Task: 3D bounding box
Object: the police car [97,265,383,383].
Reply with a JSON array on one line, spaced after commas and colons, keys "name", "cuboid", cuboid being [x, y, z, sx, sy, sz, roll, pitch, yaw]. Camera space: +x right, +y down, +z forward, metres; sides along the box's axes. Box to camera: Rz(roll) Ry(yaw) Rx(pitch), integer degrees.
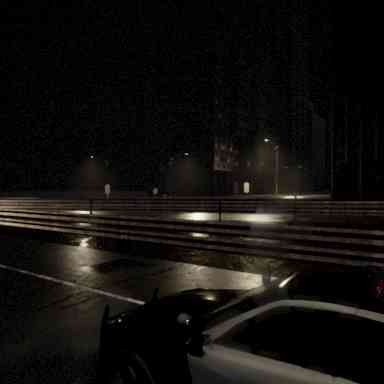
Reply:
[{"name": "police car", "cuboid": [1.176, 1.506, 3.029, 4.974, 1.542, 2.038, 0, 0, 35]}]
